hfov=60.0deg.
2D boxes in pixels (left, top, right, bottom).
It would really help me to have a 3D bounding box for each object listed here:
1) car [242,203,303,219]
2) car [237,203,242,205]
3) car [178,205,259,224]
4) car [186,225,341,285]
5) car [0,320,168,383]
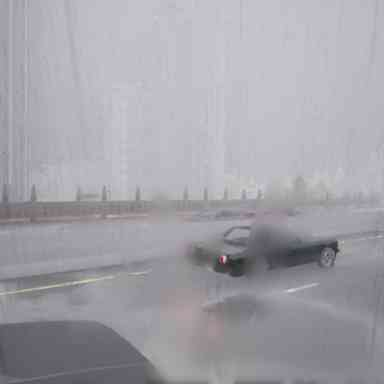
[{"bbox_3d":[6.372,1.681,25.736,4.718,1.301,1.895,0,0,-35],"label":"car"},{"bbox_3d":[4.535,1.645,28.724,4.181,1.385,1.994,0,0,-35],"label":"car"},{"bbox_3d":[1.234,1.605,17.770,4.181,1.385,1.994,0,0,-35],"label":"car"},{"bbox_3d":[2.244,1.627,9.647,4.718,1.301,1.895,0,0,-35],"label":"car"},{"bbox_3d":[-2.696,1.544,1.825,5.357,1.411,2.033,0,0,-36],"label":"car"}]
